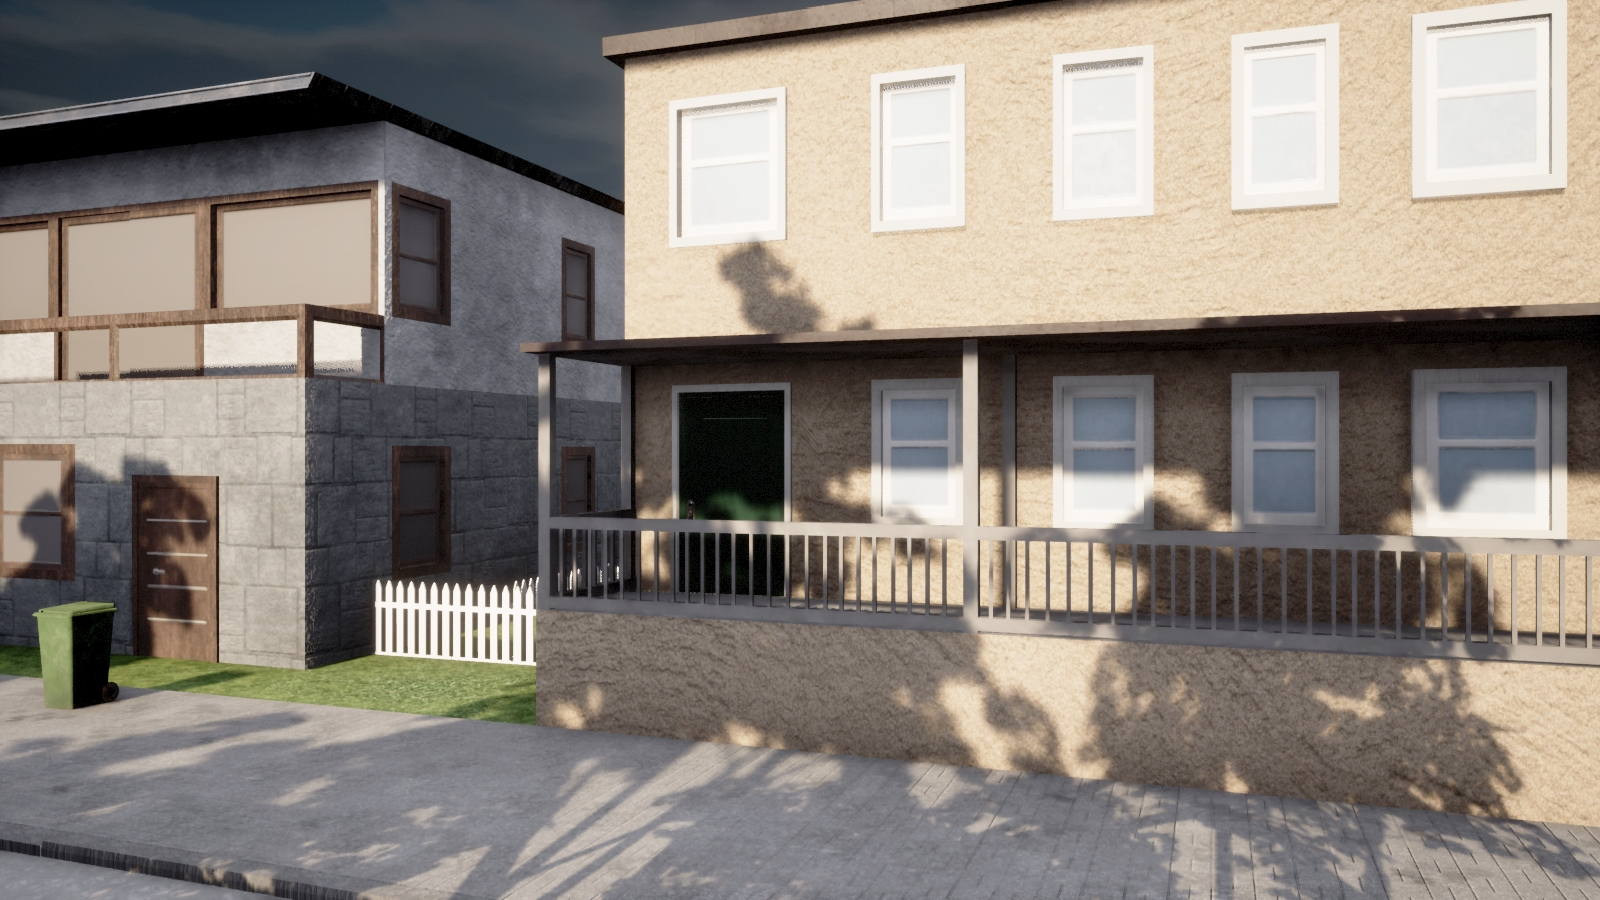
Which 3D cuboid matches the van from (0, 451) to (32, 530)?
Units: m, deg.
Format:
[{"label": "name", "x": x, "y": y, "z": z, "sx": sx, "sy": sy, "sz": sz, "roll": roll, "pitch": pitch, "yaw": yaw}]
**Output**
[{"label": "van", "x": -27.753, "y": 1.329, "z": 35.973, "sx": 1.988, "sy": 2.561, "sz": 5.915, "roll": 0, "pitch": 0, "yaw": 20}]
